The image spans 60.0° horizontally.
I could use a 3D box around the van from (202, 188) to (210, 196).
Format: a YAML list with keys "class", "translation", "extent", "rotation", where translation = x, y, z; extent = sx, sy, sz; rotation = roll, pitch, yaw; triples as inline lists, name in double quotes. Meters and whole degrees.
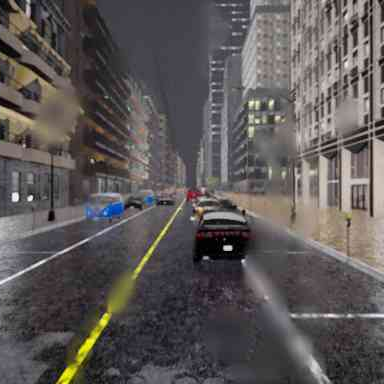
- class: "van"
  translation: [3.178, -0.018, 78.219]
  extent: [1.690, 1.788, 3.998]
  rotation: [1, 1, 0]

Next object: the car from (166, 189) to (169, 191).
- class: "car"
  translation: [-5.350, 0.629, 55.601]
  extent: [1.802, 1.307, 4.206]
  rotation: [1, 1, 0]

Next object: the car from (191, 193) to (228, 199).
- class: "car"
  translation: [1.026, 1.096, 21.470]
  extent: [1.801, 1.575, 5.366]
  rotation: [0, 1, 0]

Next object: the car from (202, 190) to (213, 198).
- class: "car"
  translation: [3.097, 0.398, 66.829]
  extent: [2.008, 1.369, 4.403]
  rotation: [1, 1, 0]

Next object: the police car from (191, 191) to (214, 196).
- class: "police car"
  translation: [1.060, 0.965, 27.389]
  extent: [1.930, 1.638, 5.238]
  rotation: [0, 1, 0]

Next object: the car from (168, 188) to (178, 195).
- class: "car"
  translation: [-5.143, -0.258, 89.783]
  extent: [2.192, 1.841, 5.009]
  rotation: [1, 1, 0]

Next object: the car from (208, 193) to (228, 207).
- class: "car"
  translation: [2.930, 0.904, 38.343]
  extent: [2.008, 1.369, 4.403]
  rotation: [1, 1, 0]

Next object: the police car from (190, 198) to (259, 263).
- class: "police car"
  translation: [0.966, 1.235, 11.389]
  extent: [1.930, 1.638, 5.238]
  rotation: [0, 1, 0]

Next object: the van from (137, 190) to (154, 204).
- class: "van"
  translation: [-5.446, 0.689, 38.505]
  extent: [1.690, 1.788, 3.998]
  rotation: [1, 1, 0]

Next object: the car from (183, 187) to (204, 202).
- class: "car"
  translation: [0.288, 0.409, 47.777]
  extent: [2.150, 2.045, 5.566]
  rotation: [0, 1, 1]

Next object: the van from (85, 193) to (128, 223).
- class: "van"
  translation: [-5.547, 0.981, 21.410]
  extent: [1.690, 1.788, 3.998]
  rotation: [1, 1, 0]

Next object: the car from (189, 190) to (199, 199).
- class: "car"
  translation: [0.362, 0.443, 61.729]
  extent: [1.837, 1.490, 4.892]
  rotation: [0, 1, 0]

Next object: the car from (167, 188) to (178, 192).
- class: "car"
  translation: [-5.210, -0.049, 78.389]
  extent: [2.192, 1.841, 5.009]
  rotation: [1, 1, 0]

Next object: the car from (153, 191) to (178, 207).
- class: "car"
  translation: [-2.876, 0.936, 37.147]
  extent: [1.994, 1.385, 4.181]
  rotation: [0, 1, 0]

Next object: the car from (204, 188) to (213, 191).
- class: "car"
  translation: [3.068, 0.264, 61.128]
  extent: [2.192, 1.841, 5.009]
  rotation: [1, 1, 0]

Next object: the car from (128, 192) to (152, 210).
- class: "car"
  translation: [-5.484, 1.012, 32.813]
  extent: [1.947, 1.339, 4.313]
  rotation: [1, 1, 0]

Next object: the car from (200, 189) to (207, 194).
- class: "car"
  translation: [3.232, -0.091, 95.313]
  extent: [1.802, 1.307, 4.206]
  rotation: [1, 1, 0]

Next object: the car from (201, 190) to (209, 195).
- class: "car"
  translation: [3.174, 0.102, 83.919]
  extent: [1.947, 1.339, 4.313]
  rotation: [1, 1, 0]

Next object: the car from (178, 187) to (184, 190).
- class: "car"
  translation: [-2.535, -0.421, 79.131]
  extent: [2.150, 2.045, 5.566]
  rotation: [0, 1, 0]
